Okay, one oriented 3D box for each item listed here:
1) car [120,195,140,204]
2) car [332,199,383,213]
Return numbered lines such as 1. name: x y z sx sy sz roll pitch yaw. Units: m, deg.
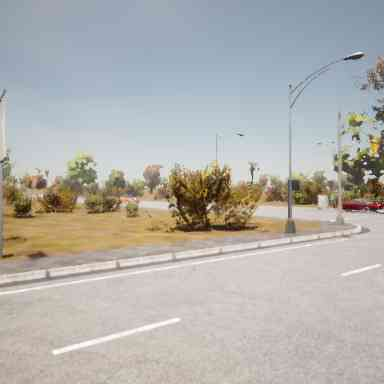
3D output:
1. car: -11.105 1.324 59.243 2.097 1.767 4.553 0 0 -39
2. car: 17.325 1.406 34.975 1.895 1.301 4.718 0 0 -39
